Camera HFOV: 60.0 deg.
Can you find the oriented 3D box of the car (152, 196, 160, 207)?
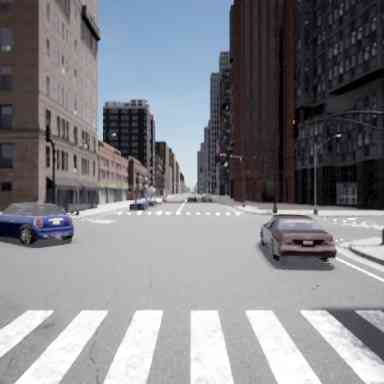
[{"bbox_3d":[-6.524,1.625,51.328,1.895,1.301,4.718,0,0,0],"label":"car"}]

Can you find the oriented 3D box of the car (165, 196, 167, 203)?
[{"bbox_3d":[-6.462,1.503,71.607,1.882,1.535,5.008,0,0,0],"label":"car"}]

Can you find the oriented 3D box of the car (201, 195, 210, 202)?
[{"bbox_3d":[3.294,1.522,81.951,2.128,1.511,4.902,0,0,0],"label":"car"}]

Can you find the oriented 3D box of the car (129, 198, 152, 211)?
[{"bbox_3d":[-6.545,1.620,41.501,1.895,1.301,4.718,0,0,0],"label":"car"}]

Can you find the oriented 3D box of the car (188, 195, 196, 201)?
[{"bbox_3d":[0.044,1.474,81.952,1.882,1.535,5.008,0,0,0],"label":"car"}]

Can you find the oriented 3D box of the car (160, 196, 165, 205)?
[{"bbox_3d":[-6.503,1.553,61.236,1.812,1.442,4.674,0,0,1],"label":"car"}]

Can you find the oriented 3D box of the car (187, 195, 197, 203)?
[{"bbox_3d":[0.038,1.504,71.533,1.882,1.535,5.008,0,0,0],"label":"car"}]

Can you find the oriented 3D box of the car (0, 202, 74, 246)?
[{"bbox_3d":[-7.570,1.281,15.213,4.553,1.767,2.097,1,0,31],"label":"car"}]

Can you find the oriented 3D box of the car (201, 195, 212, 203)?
[{"bbox_3d":[3.288,1.551,71.531,2.128,1.511,4.902,0,0,0],"label":"car"}]

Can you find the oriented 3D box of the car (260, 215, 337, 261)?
[{"bbox_3d":[3.699,1.557,12.361,2.033,1.411,5.357,0,0,6],"label":"car"}]
